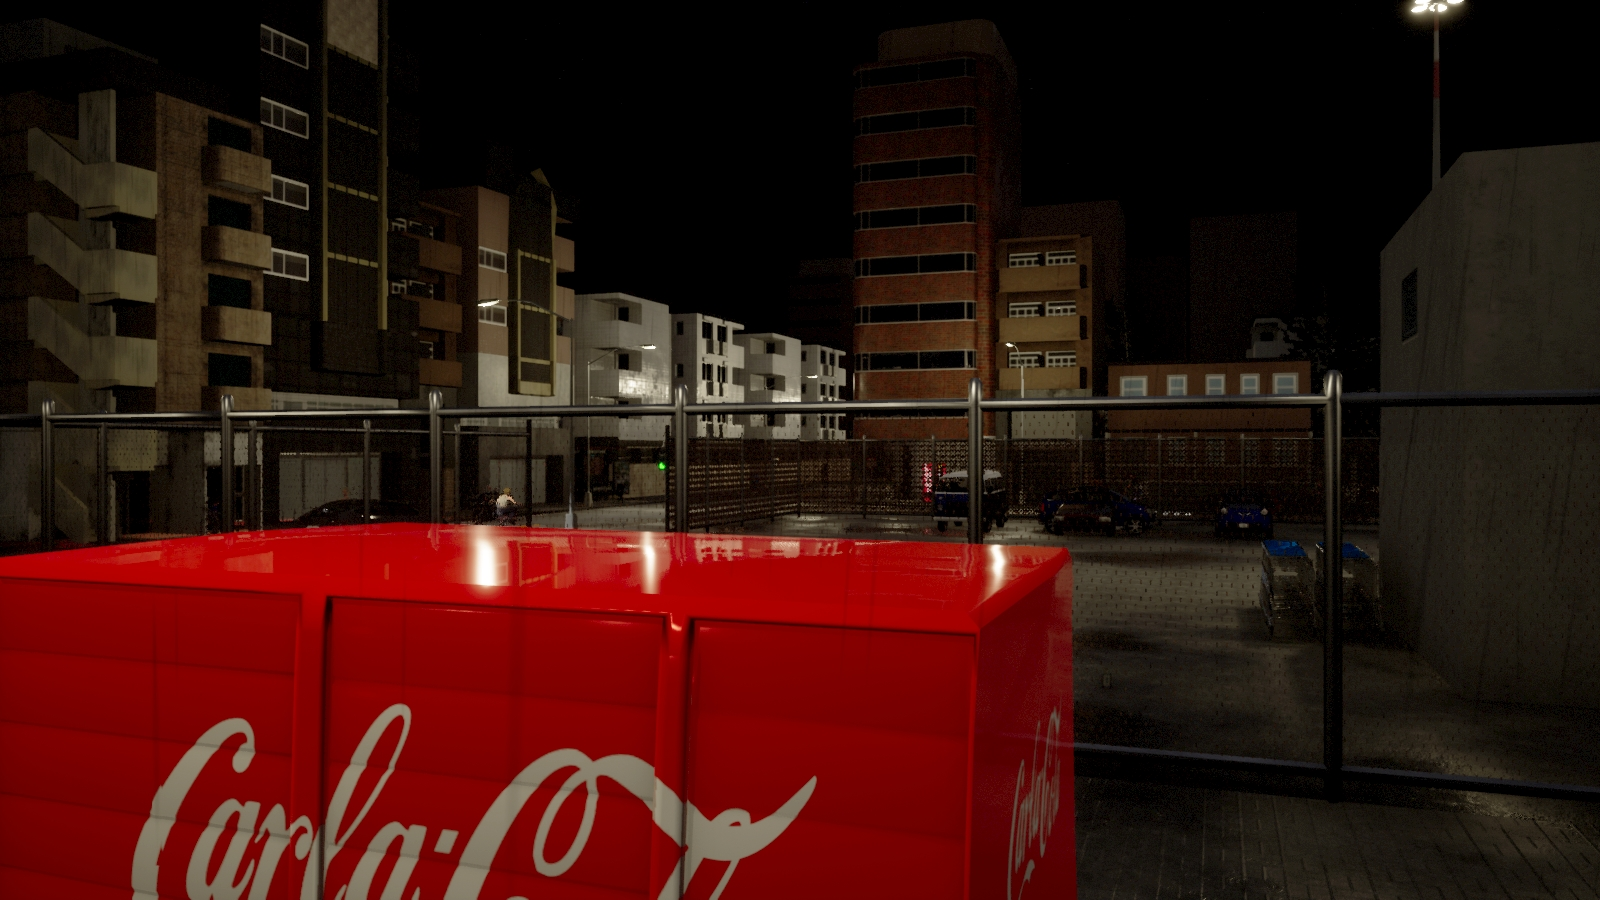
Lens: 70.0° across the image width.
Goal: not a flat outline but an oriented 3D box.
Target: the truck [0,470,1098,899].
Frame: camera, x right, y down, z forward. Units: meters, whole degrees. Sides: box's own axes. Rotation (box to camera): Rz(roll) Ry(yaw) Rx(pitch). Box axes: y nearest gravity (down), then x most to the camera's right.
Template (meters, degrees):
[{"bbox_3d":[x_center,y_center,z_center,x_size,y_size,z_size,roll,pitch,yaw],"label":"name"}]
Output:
[{"bbox_3d":[-1.648,1.349,4.450,5.204,2.467,2.627,0,0,20],"label":"truck"}]

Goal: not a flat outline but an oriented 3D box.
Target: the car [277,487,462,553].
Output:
[{"bbox_3d":[-11.727,1.851,31.548,2.163,1.488,4.792,0,0,20],"label":"car"}]

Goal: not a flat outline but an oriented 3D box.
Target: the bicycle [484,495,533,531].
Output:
[{"bbox_3d":[-9.523,2.045,37.375,0.859,1.080,1.487,0,0,20],"label":"bicycle"}]

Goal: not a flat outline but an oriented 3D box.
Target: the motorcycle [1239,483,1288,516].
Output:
[{"bbox_3d":[18.400,1.962,45.402,1.805,1.236,0.856,0,0,20],"label":"motorcycle"}]

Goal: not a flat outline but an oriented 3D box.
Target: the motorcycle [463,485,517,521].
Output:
[{"bbox_3d":[-11.682,1.995,43.143,0.867,1.251,2.209,0,0,20],"label":"motorcycle"}]

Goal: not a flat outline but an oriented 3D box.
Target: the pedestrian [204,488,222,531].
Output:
[{"bbox_3d":[-18.091,1.815,35.235,0.375,1.300,0.375,0,0,41],"label":"pedestrian"}]
